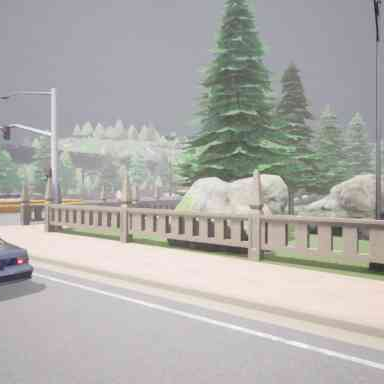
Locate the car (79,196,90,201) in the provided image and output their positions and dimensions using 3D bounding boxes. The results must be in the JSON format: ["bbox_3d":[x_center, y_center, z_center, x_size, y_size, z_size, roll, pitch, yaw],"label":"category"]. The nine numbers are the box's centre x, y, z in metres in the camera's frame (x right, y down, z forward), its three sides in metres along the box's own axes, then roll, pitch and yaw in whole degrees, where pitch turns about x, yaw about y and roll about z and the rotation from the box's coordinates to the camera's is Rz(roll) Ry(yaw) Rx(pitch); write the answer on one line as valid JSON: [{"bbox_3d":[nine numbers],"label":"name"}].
[{"bbox_3d":[-18.508,1.352,50.625,2.097,1.767,4.553,0,0,35],"label":"car"}]

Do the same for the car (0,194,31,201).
[{"bbox_3d":[-24.176,1.220,42.748,2.150,2.045,5.566,0,0,36],"label":"car"}]

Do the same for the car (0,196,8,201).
[{"bbox_3d":[-23.925,1.490,37.113,2.128,1.511,4.902,0,0,36],"label":"car"}]

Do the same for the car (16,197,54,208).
[{"bbox_3d":[-23.398,1.504,49.816,1.837,1.490,4.892,0,0,36],"label":"car"}]

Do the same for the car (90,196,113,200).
[{"bbox_3d":[-16.332,1.396,59.662,2.128,1.511,4.902,0,2,36],"label":"car"}]

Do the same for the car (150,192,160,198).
[{"bbox_3d":[-7.784,0.825,65.542,2.097,1.767,4.553,0,4,36],"label":"car"}]

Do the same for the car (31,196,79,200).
[{"bbox_3d":[-18.370,1.477,44.823,1.882,1.535,5.008,0,0,36],"label":"car"}]

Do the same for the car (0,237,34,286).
[{"bbox_3d":[-6.105,1.547,8.317,5.357,1.411,2.033,0,0,36],"label":"car"}]

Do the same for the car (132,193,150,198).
[{"bbox_3d":[-9.976,1.232,56.523,2.097,1.767,4.553,0,1,36],"label":"car"}]
